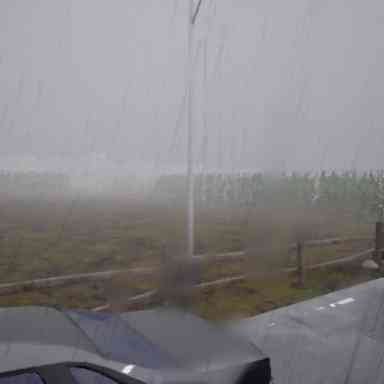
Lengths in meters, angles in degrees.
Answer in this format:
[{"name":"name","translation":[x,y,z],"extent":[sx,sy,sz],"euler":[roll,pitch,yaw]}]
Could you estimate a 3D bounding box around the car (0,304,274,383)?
[{"name":"car","translation":[-1.793,1.545,1.790],"extent":[5.357,1.411,2.033],"euler":[0,0,-36]}]
